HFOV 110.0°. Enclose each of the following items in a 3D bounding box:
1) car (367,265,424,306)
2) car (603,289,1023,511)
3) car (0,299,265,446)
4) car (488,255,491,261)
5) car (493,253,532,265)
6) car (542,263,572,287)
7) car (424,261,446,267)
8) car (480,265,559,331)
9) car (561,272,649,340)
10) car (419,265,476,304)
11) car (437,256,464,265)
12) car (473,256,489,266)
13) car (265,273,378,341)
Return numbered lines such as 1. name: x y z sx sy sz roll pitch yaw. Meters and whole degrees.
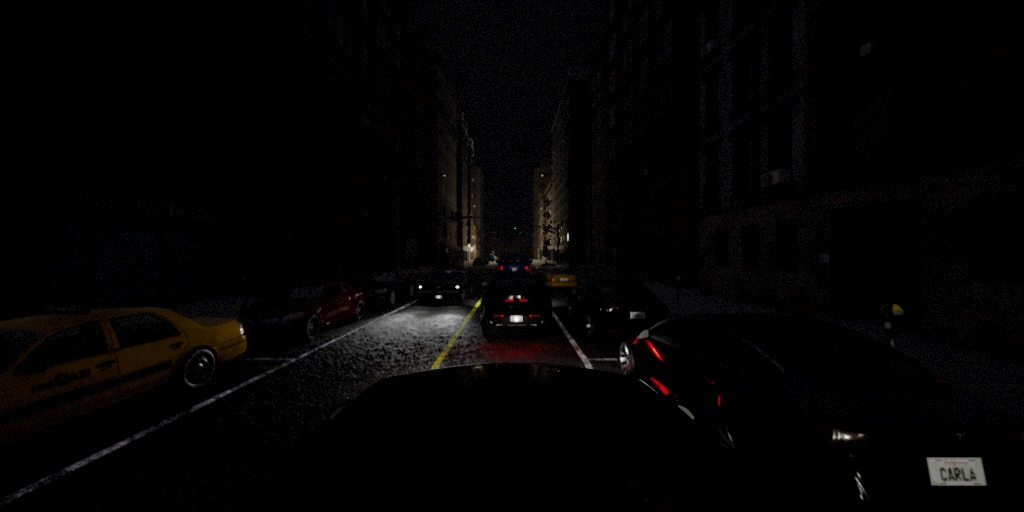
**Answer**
1. car: -5.367 1.220 15.058 2.007 1.370 4.403 0 0 0
2. car: 2.639 1.301 4.209 1.948 1.339 4.313 0 0 0
3. car: -5.386 1.261 4.062 1.751 1.417 4.829 0 0 0
4. car: -5.285 0.900 63.213 1.888 1.381 4.507 0 0 0
5. car: 0.136 0.840 23.126 2.150 2.045 5.566 0 1 0
6. car: 2.667 1.159 20.618 1.751 1.417 4.829 0 0 0
7. car: -5.358 1.185 20.471 2.007 1.370 4.403 0 0 0
8. car: 0.113 1.201 10.799 1.837 1.490 4.892 0 0 0
9. car: 2.649 1.269 9.622 1.948 1.339 4.313 0 0 0
10. car: -2.823 1.263 16.048 1.895 1.301 4.718 0 0 0
11. car: -5.340 0.878 31.296 2.192 1.841 5.009 0 0 0
12. car: -5.294 0.941 57.759 2.007 1.370 4.403 0 0 0
13. car: -5.376 1.285 9.645 1.802 1.307 4.207 0 0 0
